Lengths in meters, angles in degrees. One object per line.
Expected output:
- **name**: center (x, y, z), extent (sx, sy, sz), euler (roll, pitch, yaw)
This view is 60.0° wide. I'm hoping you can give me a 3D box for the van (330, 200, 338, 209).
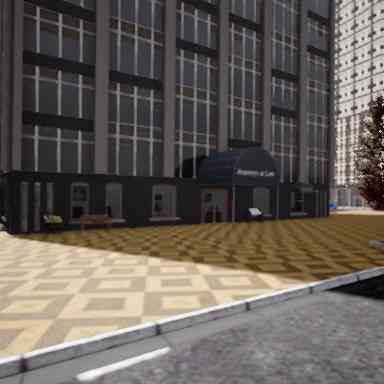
- **van**: center (26.380, 2.526, 64.554), extent (1.690, 1.788, 3.998), euler (0, -1, -22)
